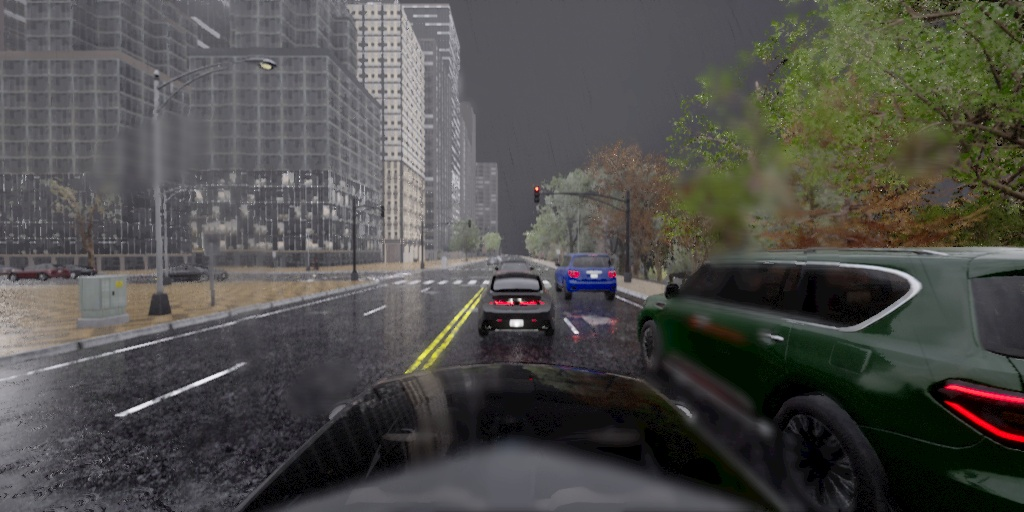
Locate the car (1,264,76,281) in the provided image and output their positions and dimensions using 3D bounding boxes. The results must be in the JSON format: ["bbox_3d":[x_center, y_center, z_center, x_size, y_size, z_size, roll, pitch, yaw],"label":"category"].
[{"bbox_3d":[-49.394,1.636,37.507,4.553,1.767,2.097,-1,1,1],"label":"car"}]

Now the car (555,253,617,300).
[{"bbox_3d":[3.348,0.883,17.125,2.150,2.045,5.566,0,0,1],"label":"car"}]

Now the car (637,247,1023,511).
[{"bbox_3d":[3.332,0.955,4.197,2.150,2.045,5.566,0,0,1],"label":"car"}]

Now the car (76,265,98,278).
[{"bbox_3d":[-50.146,1.754,40.749,4.892,1.490,1.837,-1,1,1],"label":"car"}]

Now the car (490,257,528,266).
[{"bbox_3d":[0.116,1.001,19.295,2.097,1.767,4.553,0,0,0],"label":"car"}]

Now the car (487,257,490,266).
[{"bbox_3d":[-3.189,0.902,60.969,2.128,1.511,4.902,0,0,0],"label":"car"}]

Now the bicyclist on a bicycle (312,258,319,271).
[{"bbox_3d":[-24.557,1.088,44.774,0.582,1.620,1.656,-1,1,0],"label":"bicyclist on a bicycle"}]

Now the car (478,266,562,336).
[{"bbox_3d":[0.111,1.206,10.236,1.837,1.490,4.892,0,0,0],"label":"car"}]

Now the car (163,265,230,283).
[{"bbox_3d":[-26.999,1.531,30.695,4.892,1.490,1.837,-1,1,0],"label":"car"}]
